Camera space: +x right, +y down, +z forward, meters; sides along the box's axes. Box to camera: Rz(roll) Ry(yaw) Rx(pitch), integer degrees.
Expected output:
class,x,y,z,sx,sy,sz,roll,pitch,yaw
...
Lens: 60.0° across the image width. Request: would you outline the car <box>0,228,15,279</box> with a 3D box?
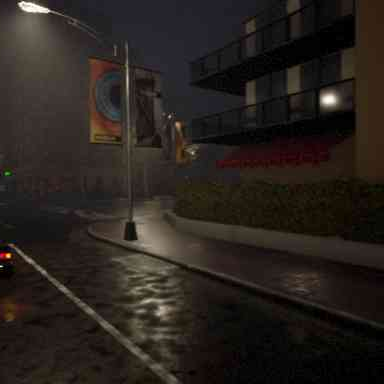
class,x,y,z,sx,sy,sz,roll,pitch,yaw
car,-5.971,1.392,8.651,2.033,1.411,5.357,-2,2,-37
